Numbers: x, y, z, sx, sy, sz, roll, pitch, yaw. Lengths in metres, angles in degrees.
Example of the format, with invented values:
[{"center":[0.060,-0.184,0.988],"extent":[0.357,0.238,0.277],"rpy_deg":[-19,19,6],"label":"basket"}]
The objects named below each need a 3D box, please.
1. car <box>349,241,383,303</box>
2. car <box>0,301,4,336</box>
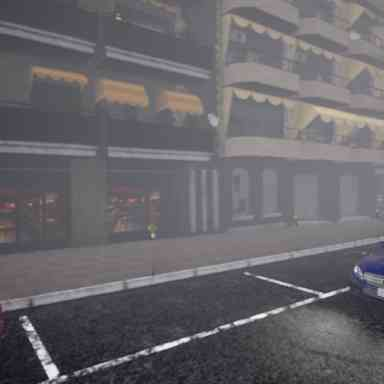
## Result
[{"center":[5.282,1.500,7.104],"extent":[4.674,1.442,1.812],"rpy_deg":[0,0,-35],"label":"car"},{"center":[-4.502,1.550,3.365],"extent":[4.507,1.381,1.887],"rpy_deg":[0,-1,-35],"label":"car"}]
